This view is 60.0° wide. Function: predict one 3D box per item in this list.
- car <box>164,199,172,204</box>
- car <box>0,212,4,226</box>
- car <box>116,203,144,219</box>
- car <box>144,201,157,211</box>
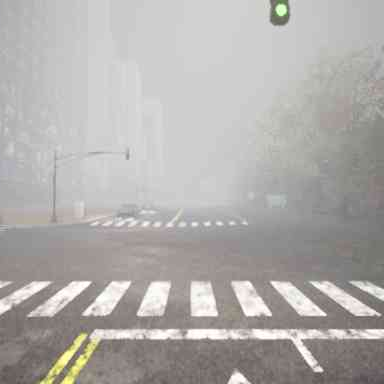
[{"bbox_3d":[-6.482,2.545,89.040,1.994,1.385,4.181,0,-1,0],"label":"car"},{"bbox_3d":[-15.415,1.571,22.549,4.553,1.767,2.097,1,-3,-6],"label":"car"},{"bbox_3d":[-6.503,1.912,34.490,1.837,1.490,4.892,0,0,0],"label":"car"},{"bbox_3d":[-6.490,2.095,51.075,2.128,1.511,4.902,0,-1,0],"label":"car"}]
